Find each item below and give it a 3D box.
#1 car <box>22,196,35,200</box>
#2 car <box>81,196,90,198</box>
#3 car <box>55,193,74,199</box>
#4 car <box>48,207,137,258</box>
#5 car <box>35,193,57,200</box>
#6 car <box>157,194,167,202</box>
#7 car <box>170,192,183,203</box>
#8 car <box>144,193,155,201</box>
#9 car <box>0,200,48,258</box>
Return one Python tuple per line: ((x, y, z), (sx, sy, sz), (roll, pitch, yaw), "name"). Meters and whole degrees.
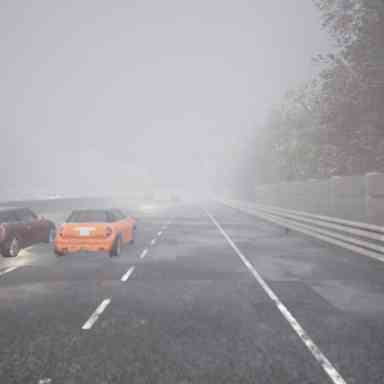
((-31.526, 1.486, 65.610), (1.895, 1.301, 4.718), (0, 0, 0), "car")
((-21.026, 1.508, 65.615), (1.895, 1.301, 4.718), (0, 0, 0), "car")
((-24.526, 1.446, 65.644), (2.033, 1.411, 5.357), (0, 0, 0), "car")
((-3.506, 1.347, 12.971), (2.097, 1.767, 4.553), (0, 0, 0), "car")
((-28.025, 1.123, 65.612), (2.150, 2.045, 5.566), (0, 0, 0), "car")
((-7.032, 1.482, 78.398), (1.882, 1.535, 5.008), (0, 0, 0), "car")
((-3.529, 1.366, 72.474), (2.097, 1.767, 4.553), (0, 0, 0), "car")
((-10.533, 1.223, 82.364), (2.150, 2.045, 5.566), (0, 0, 0), "car")
((-7.003, 1.339, 12.809), (2.097, 1.767, 4.553), (0, 0, 0), "car")
